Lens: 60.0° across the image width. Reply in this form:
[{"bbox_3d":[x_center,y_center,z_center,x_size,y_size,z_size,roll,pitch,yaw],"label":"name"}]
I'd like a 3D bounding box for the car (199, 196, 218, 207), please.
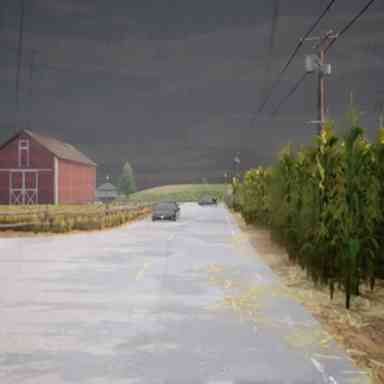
[{"bbox_3d":[2.606,1.351,52.092,2.097,1.767,4.553,-1,-1,18],"label":"car"}]

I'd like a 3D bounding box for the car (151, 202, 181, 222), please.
[{"bbox_3d":[-1.955,1.565,26.288,1.837,1.490,4.892,0,0,4],"label":"car"}]
